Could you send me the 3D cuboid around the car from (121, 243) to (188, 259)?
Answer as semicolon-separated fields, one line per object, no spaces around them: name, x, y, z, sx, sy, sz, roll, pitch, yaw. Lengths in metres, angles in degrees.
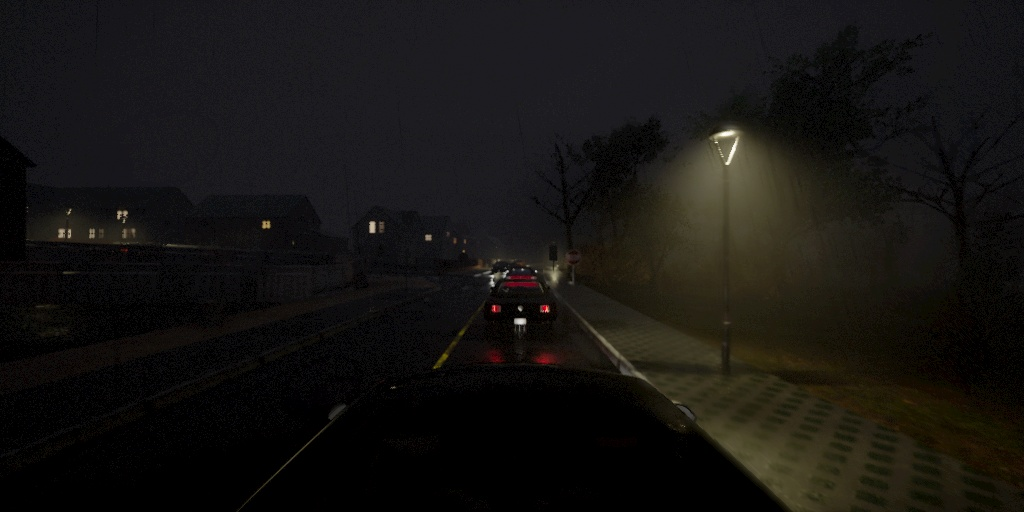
car;-27.452;-0.181;27.621;4.553;1.767;2.097;2;0;2

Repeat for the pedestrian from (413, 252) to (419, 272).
pedestrian;-8.838;0.520;32.896;0.375;1.860;0.375;0;-3;2

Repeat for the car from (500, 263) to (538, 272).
car;0.572;1.311;21.228;1.994;1.385;4.181;0;0;3

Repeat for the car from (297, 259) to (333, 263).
car;-14.002;0.628;27.192;4.674;1.442;1.812;3;0;2

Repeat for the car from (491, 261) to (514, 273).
car;-1.200;1.296;40.335;1.812;1.442;4.674;0;0;5

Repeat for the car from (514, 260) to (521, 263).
car;-0.263;1.374;50.665;1.994;1.385;4.181;0;0;6

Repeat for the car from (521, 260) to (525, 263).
car;1.284;1.375;63.881;1.882;1.535;5.008;0;0;8

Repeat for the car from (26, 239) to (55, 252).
car;-42.724;-0.767;30.995;5.008;1.535;1.882;3;0;2

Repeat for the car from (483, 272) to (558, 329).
car;0.255;1.343;11.163;1.895;1.301;4.718;0;0;1
